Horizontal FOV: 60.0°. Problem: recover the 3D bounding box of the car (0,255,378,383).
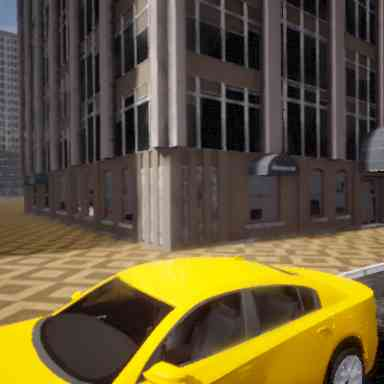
[{"bbox_3d":[-0.152,1.480,3.260,5.008,1.535,1.882,-1,0,-35],"label":"car"}]
